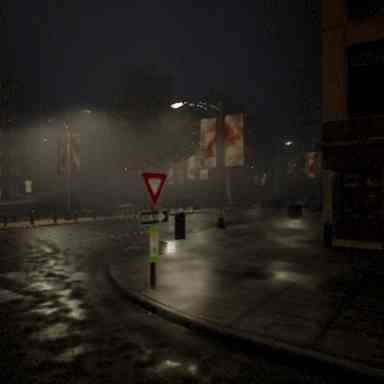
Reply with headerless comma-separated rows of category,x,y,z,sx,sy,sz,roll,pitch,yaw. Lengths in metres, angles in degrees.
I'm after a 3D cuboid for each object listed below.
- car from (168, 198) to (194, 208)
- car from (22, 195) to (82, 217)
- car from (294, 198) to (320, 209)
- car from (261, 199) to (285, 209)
car,-1.600,1.634,48.723,1.837,1.490,4.892,0,0,36
car,-13.569,1.311,32.612,2.150,2.045,5.566,0,0,36
car,15.971,1.563,46.197,4.674,1.442,1.812,0,0,-41
car,11.537,1.651,47.197,1.895,1.301,4.718,0,0,36
